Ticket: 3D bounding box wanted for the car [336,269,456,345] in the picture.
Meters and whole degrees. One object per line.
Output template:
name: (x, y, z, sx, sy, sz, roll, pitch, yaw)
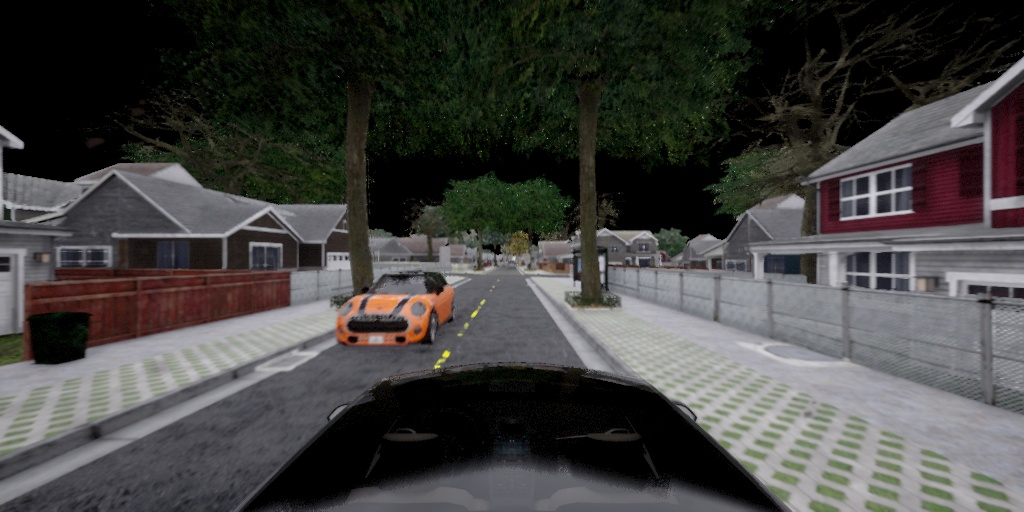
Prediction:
car: (-2.850, 1.192, 9.783, 2.097, 1.767, 4.553, 0, -1, 0)
